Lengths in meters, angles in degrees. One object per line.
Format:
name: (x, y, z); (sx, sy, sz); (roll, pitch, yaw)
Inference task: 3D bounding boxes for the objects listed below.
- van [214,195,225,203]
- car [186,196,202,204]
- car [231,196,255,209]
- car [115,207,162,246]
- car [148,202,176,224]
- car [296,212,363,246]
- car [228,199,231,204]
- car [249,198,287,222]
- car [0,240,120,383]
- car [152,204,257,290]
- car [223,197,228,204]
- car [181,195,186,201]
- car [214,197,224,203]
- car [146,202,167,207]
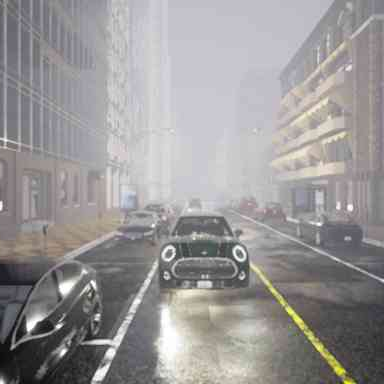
van: (6.157, 1.508, 71.626); (1.690, 1.788, 3.998); (0, 0, 0)
car: (0.431, 1.582, 48.500); (1.882, 1.535, 5.008); (0, 0, 0)
car: (6.107, 1.395, 37.735); (2.192, 1.841, 5.009); (0, 0, 0)
car: (-2.307, 1.580, 15.152); (2.008, 1.369, 4.403); (0, 0, 0)
car: (-2.291, 1.579, 26.279); (1.752, 1.417, 4.829); (0, 0, 0)
car: (6.073, 1.581, 15.141); (2.008, 1.369, 4.403); (0, 0, 0)
car: (6.115, 1.675, 43.383); (1.802, 1.307, 4.206); (0, 0, 0)
car: (6.089, 1.495, 26.437); (1.967, 1.590, 4.097); (0, 0, 0)
car: (-2.325, 1.573, 3.855); (1.947, 1.339, 4.313); (0, 0, 0)
car: (0.275, 1.370, 9.271); (2.097, 1.767, 4.553); (0, 0, 0)
car: (6.123, 1.688, 49.031); (1.802, 1.307, 4.206); (0, 0, 0)
car: (-2.189, 1.672, 94.233); (1.967, 1.590, 4.097); (0, 0, 0)
car: (6.166, 1.749, 77.274); (1.947, 1.339, 4.313); (0, 0, 0)
car: (-2.300, 1.482, 20.802); (1.967, 1.590, 4.097); (0, 0, 0)
